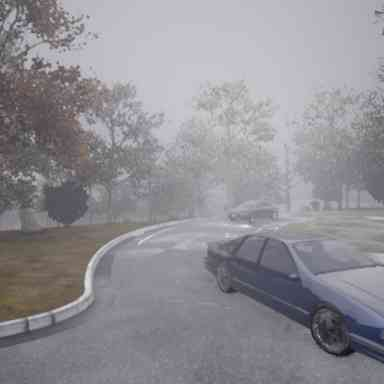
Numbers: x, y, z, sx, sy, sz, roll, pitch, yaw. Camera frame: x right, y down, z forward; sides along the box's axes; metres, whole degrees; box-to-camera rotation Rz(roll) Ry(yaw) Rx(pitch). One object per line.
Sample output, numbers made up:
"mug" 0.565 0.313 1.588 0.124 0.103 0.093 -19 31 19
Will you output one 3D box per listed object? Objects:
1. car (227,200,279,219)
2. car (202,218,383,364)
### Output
"car" 4.539 1.369 24.387 1.837 1.490 4.892 -1 0 45
"car" 2.019 1.507 6.389 2.033 1.411 5.357 -1 0 -23
